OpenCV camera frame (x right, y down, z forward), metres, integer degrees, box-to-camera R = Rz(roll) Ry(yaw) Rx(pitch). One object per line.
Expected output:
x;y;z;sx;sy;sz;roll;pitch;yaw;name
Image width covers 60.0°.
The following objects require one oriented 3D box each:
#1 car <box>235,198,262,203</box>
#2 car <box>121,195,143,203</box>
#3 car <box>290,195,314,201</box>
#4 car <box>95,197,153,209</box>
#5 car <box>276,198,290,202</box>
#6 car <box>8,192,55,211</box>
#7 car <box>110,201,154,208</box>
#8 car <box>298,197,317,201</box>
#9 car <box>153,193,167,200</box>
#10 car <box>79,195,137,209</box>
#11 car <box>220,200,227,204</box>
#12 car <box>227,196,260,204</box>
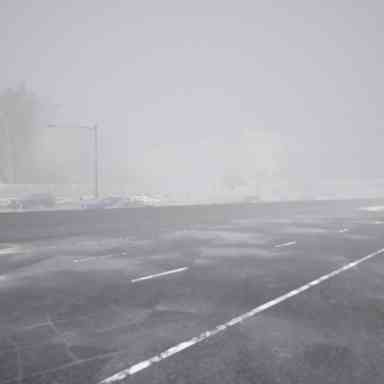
7.830;1.786;41.810;1.812;1.442;4.674;-1;-1;43;car
-10.835;1.219;60.454;1.994;1.385;4.181;-1;1;21;car
20.625;1.588;60.601;2.150;2.045;5.566;-1;-1;43;car
-6.402;1.598;31.661;2.097;1.767;4.553;-1;-1;43;car
17.336;1.898;62.198;1.837;1.490;4.892;-1;-1;43;car
-18.604;1.070;38.975;2.150;2.045;5.566;-1;0;21;car
-4.452;1.775;28.619;1.994;1.385;4.181;-1;-1;43;car
19.796;1.880;54.618;1.994;1.385;4.181;-1;-1;44;car
-6.752;0.902;70.659;2.033;1.411;5.357;-1;2;22;car
-8.751;1.447;34.259;2.150;2.045;5.566;1;-2;43;car
5.826;1.887;49.890;2.033;1.411;5.357;-1;-1;43;car
7.774;1.528;46.867;2.150;2.045;5.566;-1;-1;43;car
